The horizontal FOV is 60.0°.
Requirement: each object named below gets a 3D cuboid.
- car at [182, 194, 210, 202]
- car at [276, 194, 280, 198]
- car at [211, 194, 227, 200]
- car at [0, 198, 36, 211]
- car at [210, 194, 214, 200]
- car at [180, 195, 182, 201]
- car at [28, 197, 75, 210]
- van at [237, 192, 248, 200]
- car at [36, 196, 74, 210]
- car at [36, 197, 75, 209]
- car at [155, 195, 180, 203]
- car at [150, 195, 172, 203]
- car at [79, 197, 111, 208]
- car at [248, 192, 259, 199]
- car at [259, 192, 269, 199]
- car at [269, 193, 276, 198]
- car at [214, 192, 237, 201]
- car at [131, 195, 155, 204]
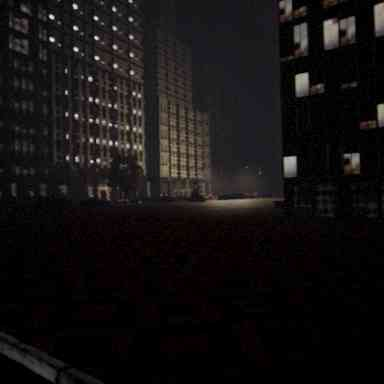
[{"bbox_3d":[0.713,1.160,60.234,1.752,1.417,4.829,-2,-1,35],"label":"car"},{"bbox_3d":[23.110,1.000,92.275,1.752,1.417,4.829,-2,-1,35],"label":"car"},{"bbox_3d":[6.742,1.321,83.013,1.887,1.381,4.507,-2,-1,35],"label":"car"},{"bbox_3d":[-18.401,1.318,32.714,1.752,1.417,4.829,-2,-1,35],"label":"car"},{"bbox_3d":[3.550,1.239,78.418,1.967,1.590,4.097,-2,-1,35],"label":"car"},{"bbox_3d":[-2.826,1.396,69.225,2.008,1.369,4.403,-2,-1,35],"label":"car"},{"bbox_3d":[-17.972,1.455,42.830,2.033,1.411,5.357,-2,-1,35],"label":"car"},{"bbox_3d":[10.197,0.905,73.837,1.690,1.788,3.998,-2,-1,35],"label":"van"},{"bbox_3d":[-15.315,1.206,37.163,1.967,1.590,4.097,-2,-1,35],"label":"car"},{"bbox_3d":[-18.870,1.499,46.108,1.752,1.417,4.829,-2,-1,35],"label":"car"},{"bbox_3d":[-5.137,1.348,61.156,2.033,1.411,5.357,-2,-1,35],"label":"car"},{"bbox_3d":[-6.016,1.414,64.629,1.887,1.381,4.507,-2,-1,35],"label":"car"},{"bbox_3d":[-12.128,1.320,41.750,1.802,1.307,4.206,-2,-1,35],"label":"car"},{"bbox_3d":[13.399,0.981,78.413,1.967,1.590,4.097,-2,-1,35],"label":"car"},{"bbox_3d":[16.603,0.833,82.987,2.192,1.841,5.009,-2,-1,35],"label":"car"},{"bbox_3d":[19.830,1.062,87.546,1.947,1.339,4.313,-2,-1,35],"label":"car"},{"bbox_3d":[6.988,1.028,69.267,1.967,1.590,4.097,-2,-1,35],"label":"car"},{"bbox_3d":[-9.208,1.334,60.035,1.967,1.590,4.097,-2,-1,35],"label":"car"}]
